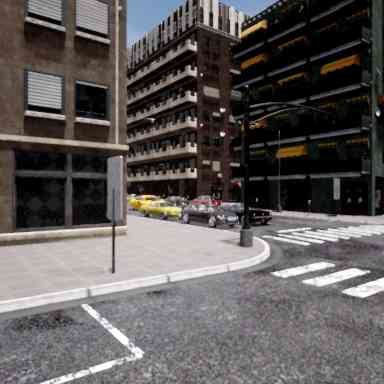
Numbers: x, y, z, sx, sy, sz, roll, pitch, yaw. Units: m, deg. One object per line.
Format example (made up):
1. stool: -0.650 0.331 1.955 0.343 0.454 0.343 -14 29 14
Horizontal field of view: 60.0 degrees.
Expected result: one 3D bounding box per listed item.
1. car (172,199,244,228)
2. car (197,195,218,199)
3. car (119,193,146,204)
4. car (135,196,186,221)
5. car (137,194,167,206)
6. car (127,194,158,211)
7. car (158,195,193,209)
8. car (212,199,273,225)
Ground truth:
1. car: 0.998 1.354 20.421 2.008 1.369 4.403 1 0 -36
2. car: 1.267 1.107 34.328 1.967 1.590 4.097 1 0 -36
3. car: -8.638 0.959 47.987 1.752 1.417 4.829 1 0 -36
4. car: -2.170 1.254 24.790 1.752 1.417 4.829 1 0 -36
5. car: -5.270 1.064 43.342 2.008 1.369 4.403 1 0 -36
6. car: -4.242 1.113 32.044 1.882 1.535 5.008 0 1 -36
7. car: -2.003 1.140 38.835 2.008 1.369 4.403 1 0 -36
8. car: 3.026 1.408 22.033 1.895 1.301 4.718 0 1 -36
